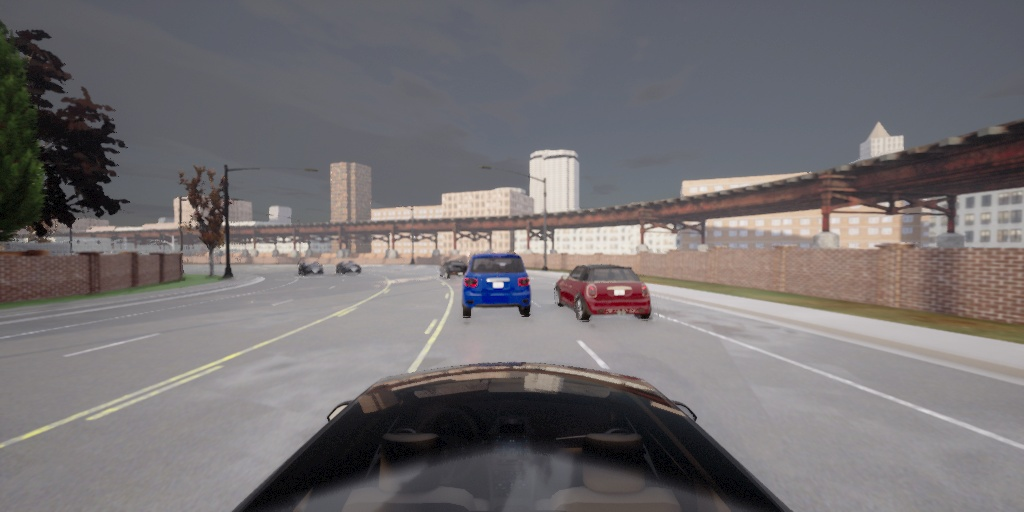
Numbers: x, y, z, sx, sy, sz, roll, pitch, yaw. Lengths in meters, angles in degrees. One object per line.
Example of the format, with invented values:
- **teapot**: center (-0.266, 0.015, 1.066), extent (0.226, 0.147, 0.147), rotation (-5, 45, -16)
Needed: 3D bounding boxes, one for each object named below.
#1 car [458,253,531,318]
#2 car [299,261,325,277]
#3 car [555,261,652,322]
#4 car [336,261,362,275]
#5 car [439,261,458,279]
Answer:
- **car**: center (-0.672, 0.922, 13.023), extent (2.150, 2.045, 5.566), rotation (0, 0, -6)
- **car**: center (-21.217, 1.322, 37.889), extent (2.128, 1.511, 4.902), rotation (-1, 0, -38)
- **car**: center (2.859, 1.039, 12.281), extent (2.097, 1.767, 4.553), rotation (0, 0, -5)
- **car**: center (-17.925, 1.255, 39.319), extent (2.128, 1.511, 4.902), rotation (-1, 0, -37)
- **car**: center (-5.085, 1.145, 31.021), extent (1.837, 1.490, 4.892), rotation (0, 0, -22)
